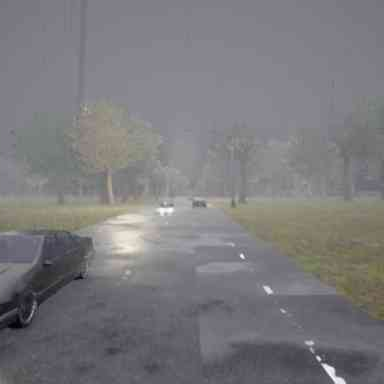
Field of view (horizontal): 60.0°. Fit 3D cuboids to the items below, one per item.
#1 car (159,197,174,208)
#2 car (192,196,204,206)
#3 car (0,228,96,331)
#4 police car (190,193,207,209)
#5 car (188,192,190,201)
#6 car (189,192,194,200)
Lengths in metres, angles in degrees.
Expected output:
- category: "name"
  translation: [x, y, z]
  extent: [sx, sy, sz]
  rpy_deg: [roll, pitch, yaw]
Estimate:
- category: "car"
  translation: [-3.627, 1.447, 48.003]
  extent: [2.128, 1.511, 4.902]
  rpy_deg: [0, 0, 0]
- category: "car"
  translation: [0.995, 1.455, 55.357]
  extent: [1.837, 1.490, 4.892]
  rpy_deg: [0, 0, 0]
- category: "car"
  translation: [-3.607, 1.541, 7.188]
  extent: [2.033, 1.411, 5.357]
  rpy_deg: [0, 0, 0]
- category: "police car"
  translation: [1.005, 1.383, 45.464]
  extent: [1.930, 1.638, 5.238]
  rpy_deg: [0, 0, 0]
- category: "car"
  translation: [-0.079, 1.398, 80.968]
  extent: [1.994, 1.385, 4.181]
  rpy_deg: [0, 0, 0]
- category: "car"
  translation: [0.990, 1.169, 61.387]
  extent: [2.150, 2.045, 5.566]
  rpy_deg: [0, 0, 0]
